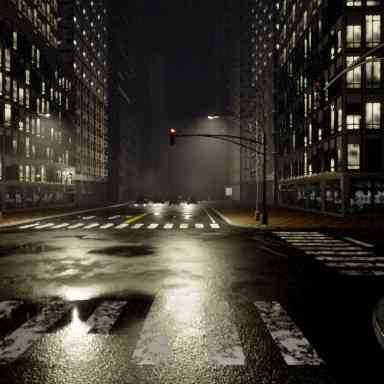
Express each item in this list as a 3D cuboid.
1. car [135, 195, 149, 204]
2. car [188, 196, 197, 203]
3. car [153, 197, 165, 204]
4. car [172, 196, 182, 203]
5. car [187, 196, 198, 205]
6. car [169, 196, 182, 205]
[{"bbox_3d":[-9.659,1.468,64.391,2.097,1.767,4.553,0,0,0],"label":"car"},{"bbox_3d":[0.100,1.583,70.627,1.895,1.301,4.718,0,0,0],"label":"car"},{"bbox_3d":[-6.410,1.680,64.356,1.994,1.385,4.181,0,0,0],"label":"car"},{"bbox_3d":[-3.151,1.522,70.185,1.994,1.385,4.181,0,0,0],"label":"car"},{"bbox_3d":[0.085,1.648,60.179,2.033,1.411,5.357,0,0,0],"label":"car"},{"bbox_3d":[-3.166,1.647,59.766,2.033,1.411,5.357,0,0,0],"label":"car"}]
